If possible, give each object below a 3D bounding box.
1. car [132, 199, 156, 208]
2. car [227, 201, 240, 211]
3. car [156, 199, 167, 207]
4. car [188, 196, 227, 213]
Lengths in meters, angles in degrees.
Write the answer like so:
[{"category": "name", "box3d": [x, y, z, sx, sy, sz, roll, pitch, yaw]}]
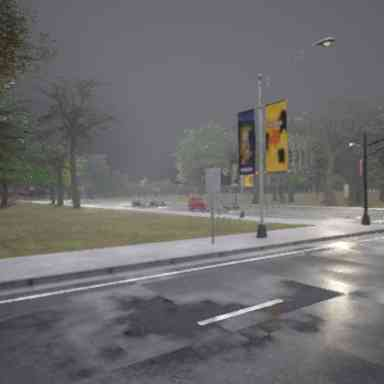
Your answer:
[{"category": "car", "box3d": [-9.040, 2.071, 59.151, 2.128, 1.511, 4.902, -2, 0, -35]}, {"category": "car", "box3d": [4.241, 1.836, 45.684, 2.033, 1.411, 5.357, -2, 0, -35]}, {"category": "car", "box3d": [-6.377, 2.079, 61.016, 1.994, 1.385, 4.181, -2, 0, -35]}, {"category": "car", "box3d": [1.605, 1.582, 43.769, 2.150, 2.045, 5.566, -2, 0, -35]}]
